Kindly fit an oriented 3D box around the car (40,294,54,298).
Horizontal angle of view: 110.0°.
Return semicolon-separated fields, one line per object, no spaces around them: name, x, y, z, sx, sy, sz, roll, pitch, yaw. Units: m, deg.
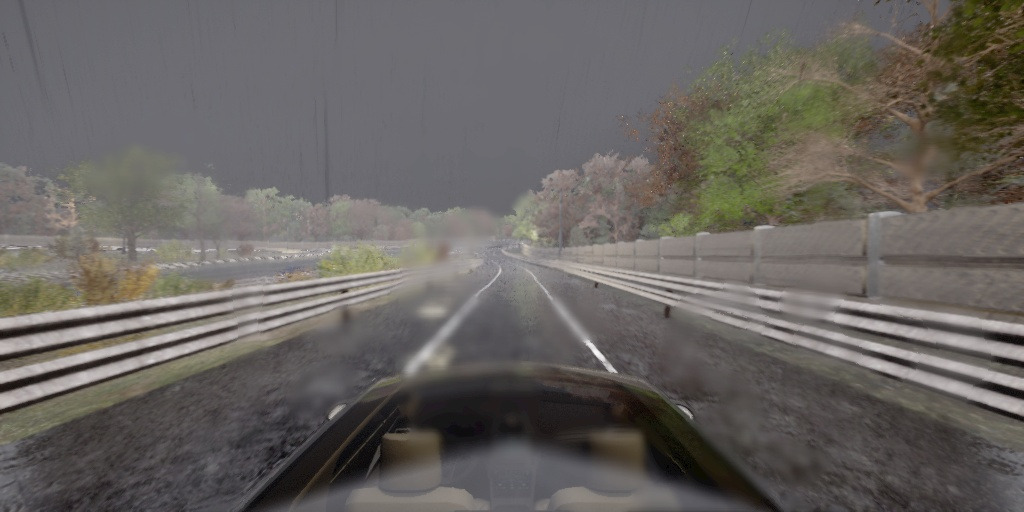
car;-48.649;4.150;39.927;2.128;1.511;4.902;1;4;15

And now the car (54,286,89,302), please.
car;-45.252;4.225;39.086;2.128;1.511;4.902;1;4;15

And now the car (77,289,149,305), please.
car;-41.864;4.290;38.206;1.882;1.535;5.008;1;4;15
